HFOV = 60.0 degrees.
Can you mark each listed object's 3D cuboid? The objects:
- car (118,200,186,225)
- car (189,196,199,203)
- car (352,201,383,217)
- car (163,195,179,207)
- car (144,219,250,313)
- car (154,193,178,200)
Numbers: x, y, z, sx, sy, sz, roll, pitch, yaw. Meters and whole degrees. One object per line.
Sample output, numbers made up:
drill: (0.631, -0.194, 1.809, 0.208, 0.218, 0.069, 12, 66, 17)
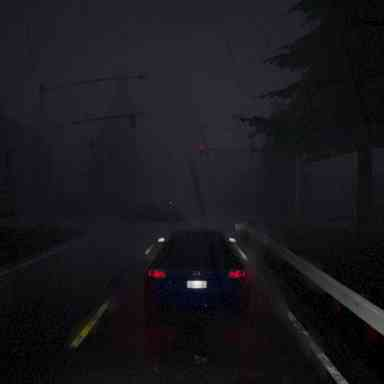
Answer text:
car: (-2.742, 1.516, 23.186, 4.674, 1.442, 1.812, 0, 0, 1)
car: (0.444, 1.525, 66.310, 1.812, 1.442, 4.674, 0, 0, 0)
car: (15.461, 1.489, 26.657, 4.892, 1.490, 1.837, 0, 0, 0)
car: (-3.237, 1.352, 52.164, 2.097, 1.767, 4.553, 0, 0, 1)
car: (0.111, 1.564, 7.745, 1.994, 1.385, 4.181, 0, 0, 1)
car: (-3.309, 1.352, 42.244, 2.097, 1.767, 4.553, 0, 0, 1)
